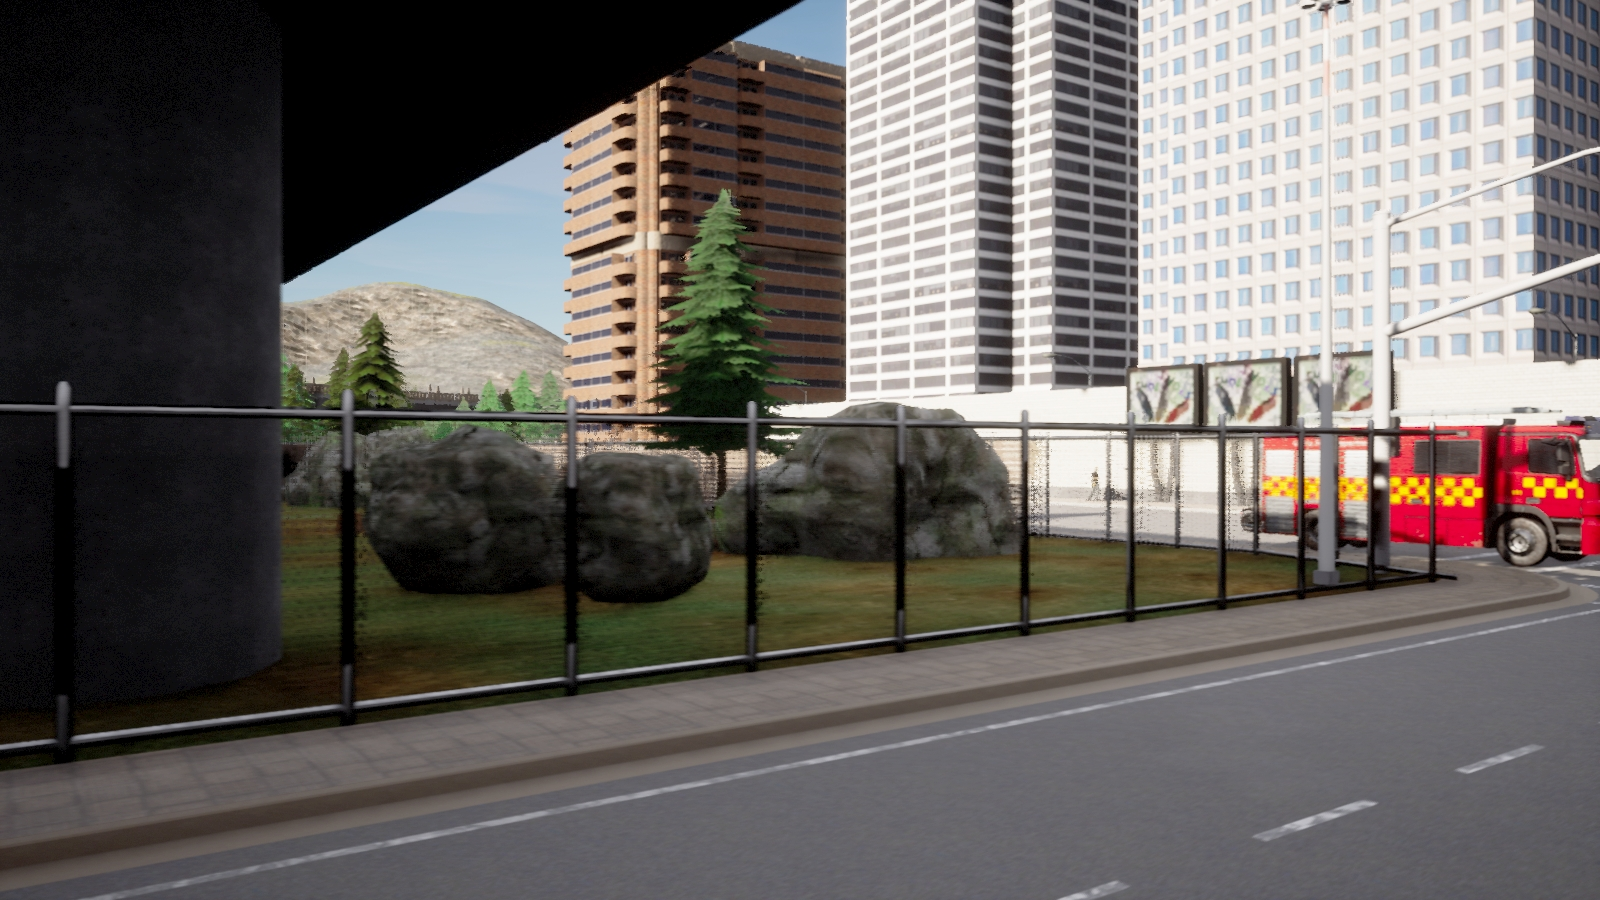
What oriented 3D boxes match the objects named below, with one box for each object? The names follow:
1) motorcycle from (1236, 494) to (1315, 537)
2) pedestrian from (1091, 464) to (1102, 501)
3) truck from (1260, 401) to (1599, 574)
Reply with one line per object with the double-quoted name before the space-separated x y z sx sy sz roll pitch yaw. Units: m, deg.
"motorcycle" 15.530 2.115 37.398 0.764 1.277 2.356 0 0 -35
"pedestrian" 14.889 1.641 57.421 0.375 1.860 0.375 0 0 -36
"truck" 16.530 0.838 29.416 2.891 3.827 8.468 0 0 -35
